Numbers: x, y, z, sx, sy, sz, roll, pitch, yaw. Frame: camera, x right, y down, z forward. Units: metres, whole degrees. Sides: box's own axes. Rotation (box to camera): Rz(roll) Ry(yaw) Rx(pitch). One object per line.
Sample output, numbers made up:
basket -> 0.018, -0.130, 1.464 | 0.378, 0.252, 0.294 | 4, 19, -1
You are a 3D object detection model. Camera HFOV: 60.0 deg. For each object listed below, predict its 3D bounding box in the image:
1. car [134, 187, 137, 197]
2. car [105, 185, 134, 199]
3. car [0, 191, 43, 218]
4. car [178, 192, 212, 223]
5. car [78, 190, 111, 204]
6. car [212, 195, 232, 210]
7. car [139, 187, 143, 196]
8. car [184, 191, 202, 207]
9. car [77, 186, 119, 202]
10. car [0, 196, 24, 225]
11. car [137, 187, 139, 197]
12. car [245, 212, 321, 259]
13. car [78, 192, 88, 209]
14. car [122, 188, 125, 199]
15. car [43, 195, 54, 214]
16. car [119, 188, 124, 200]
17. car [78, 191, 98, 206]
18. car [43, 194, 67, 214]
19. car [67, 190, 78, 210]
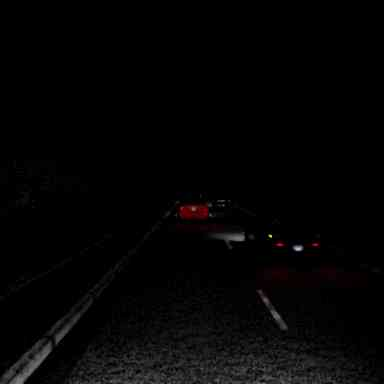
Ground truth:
car -> -13.766, 0.284, 65.487 | 4.553, 1.767, 2.185 | -1, 1, -20
car -> -13.827, 0.267, 59.459 | 5.566, 2.045, 2.435 | -1, 1, -20
car -> -13.855, 1.007, 23.454 | 5.566, 2.045, 2.435 | -1, 1, -20
car -> 0.104, 1.113, 23.712 | 2.097, 1.767, 4.553 | 0, 1, 0
car -> -13.785, 0.857, 44.495 | 4.792, 1.488, 2.163 | -1, 1, -20
car -> 3.104, 1.041, 34.983 | 2.128, 1.511, 4.902 | 0, 1, 0
car -> -13.798, 0.315, 71.484 | 4.892, 1.521, 2.231 | -1, 1, -20
car -> 0.106, 0.772, 40.791 | 2.097, 1.767, 4.553 | 0, 1, 0
car -> -13.788, 0.511, 47.492 | 5.566, 2.045, 2.435 | -1, 1, -20
car -> -13.657, 1.296, 20.530 | 5.366, 1.575, 1.946 | -1, 1, -20
car -> -13.827, 0.236, 68.473 | 4.553, 1.767, 2.185 | -1, 1, -20
car -> 3.102, 1.435, 12.011 | 1.812, 1.442, 4.674 | 0, 1, 0
car -> -13.820, 1.071, 35.480 | 4.674, 1.452, 2.002 | -1, 1, -20
car -> -13.977, 0.637, 53.414 | 5.366, 1.575, 1.946 | -1, 1, -20
car -> -13.850, 1.237, 26.457 | 4.792, 1.488, 2.163 | -1, 1, -20
car -> -13.632, 0.690, 50.548 | 5.366, 1.575, 1.946 | -1, 1, -20
car -> -13.808, 0.965, 38.479 | 5.008, 1.535, 2.097 | -1, 2, -20
car -> -13.825, 1.196, 29.482 | 4.674, 1.452, 2.002 | -1, 1, -20
car -> -13.852, 0.969, 32.467 | 4.553, 1.767, 2.185 | -1, 1, -20
